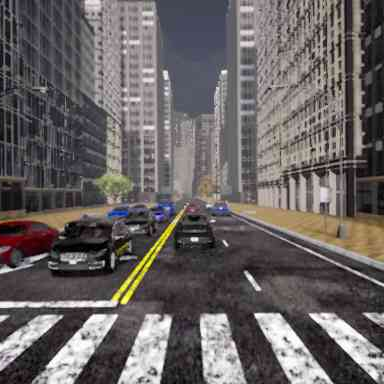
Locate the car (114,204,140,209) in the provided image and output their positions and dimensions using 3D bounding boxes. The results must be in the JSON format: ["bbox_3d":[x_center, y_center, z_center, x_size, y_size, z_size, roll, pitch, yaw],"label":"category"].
[{"bbox_3d":[-6.491,2.051,31.128,1.882,1.535,5.008,-1,-1,0],"label":"car"}]

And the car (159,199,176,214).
[{"bbox_3d":[-3.213,1.917,41.367,2.150,2.045,5.566,-1,-1,0],"label":"car"}]

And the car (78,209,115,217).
[{"bbox_3d":[-6.560,2.032,21.622,1.895,1.301,4.718,-1,-1,0],"label":"car"}]

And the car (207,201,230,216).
[{"bbox_3d":[3.390,1.980,40.932,2.097,1.767,4.553,-1,-1,0],"label":"car"}]

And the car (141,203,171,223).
[{"bbox_3d":[-3.246,2.066,30.912,1.812,1.442,4.674,-1,-1,0],"label":"car"}]

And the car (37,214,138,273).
[{"bbox_3d":[-3.335,1.757,11.754,1.837,1.490,4.892,-1,-1,0],"label":"car"}]

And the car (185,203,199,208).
[{"bbox_3d":[0.053,2.238,44.580,1.812,1.442,4.674,-1,-1,0],"label":"car"}]

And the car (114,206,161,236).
[{"bbox_3d":[-3.317,1.898,21.092,1.837,1.490,4.892,-1,-1,0],"label":"car"}]

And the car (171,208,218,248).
[{"bbox_3d":[0.111,1.798,16.574,1.837,1.490,4.892,-1,-1,0],"label":"car"}]

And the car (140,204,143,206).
[{"bbox_3d":[-6.461,2.252,41.397,1.812,1.442,4.674,-1,-1,0],"label":"car"}]

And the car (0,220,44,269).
[{"bbox_3d":[-6.581,1.819,12.521,1.812,1.442,4.674,-1,-1,2],"label":"car"}]
